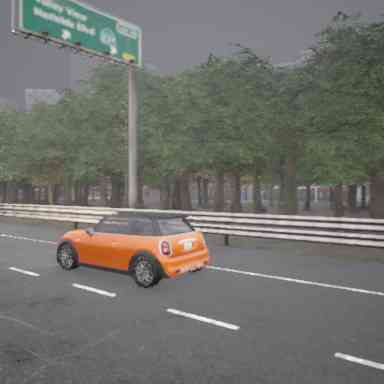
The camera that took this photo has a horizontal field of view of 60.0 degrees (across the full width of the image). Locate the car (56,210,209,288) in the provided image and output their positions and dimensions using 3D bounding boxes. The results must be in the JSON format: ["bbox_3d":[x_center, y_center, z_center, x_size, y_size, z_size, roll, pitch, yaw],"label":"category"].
[{"bbox_3d":[-1.827,1.353,9.474,4.553,1.767,2.097,0,0,36],"label":"car"}]
